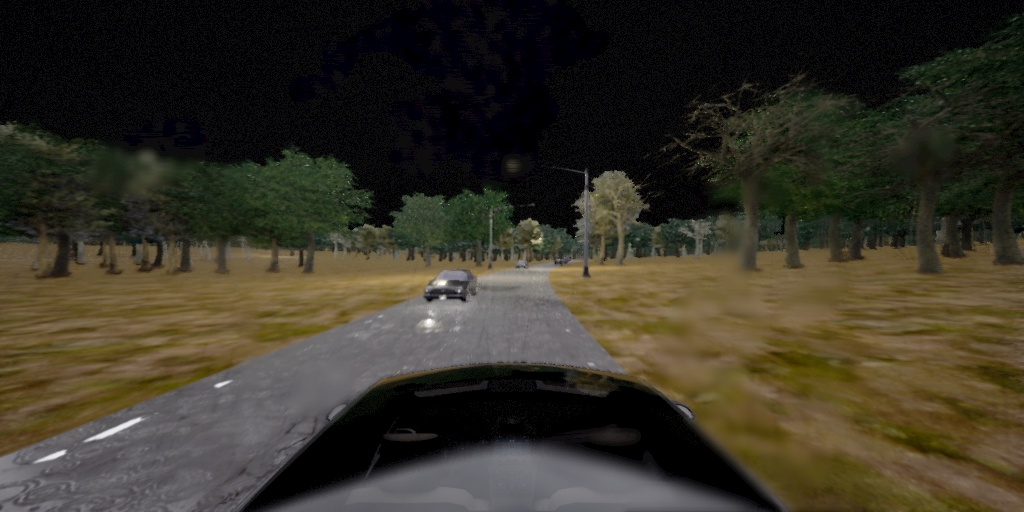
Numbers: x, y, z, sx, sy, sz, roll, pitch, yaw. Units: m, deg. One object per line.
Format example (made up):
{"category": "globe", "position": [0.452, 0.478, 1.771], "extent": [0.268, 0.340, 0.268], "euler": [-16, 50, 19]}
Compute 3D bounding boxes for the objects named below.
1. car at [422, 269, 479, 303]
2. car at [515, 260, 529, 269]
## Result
{"category": "car", "position": [-2.763, 1.355, 17.455], "extent": [2.033, 1.411, 5.357], "euler": [0, 0, 2]}
{"category": "car", "position": [1.646, 1.412, 59.345], "extent": [1.837, 1.490, 4.892], "euler": [0, 0, 10]}
